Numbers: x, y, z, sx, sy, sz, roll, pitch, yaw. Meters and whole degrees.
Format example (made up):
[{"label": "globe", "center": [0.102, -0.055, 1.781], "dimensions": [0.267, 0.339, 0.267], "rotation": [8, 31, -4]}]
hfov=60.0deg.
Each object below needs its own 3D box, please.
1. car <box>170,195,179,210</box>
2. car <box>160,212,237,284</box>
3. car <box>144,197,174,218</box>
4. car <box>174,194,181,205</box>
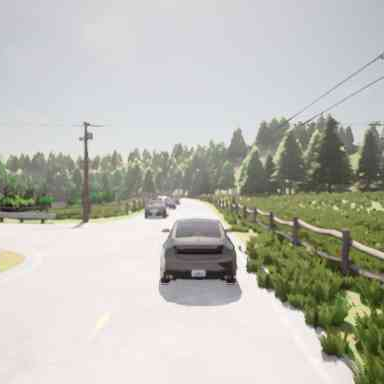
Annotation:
[{"label": "car", "center": [-2.955, 1.469, 42.435], "dimensions": [1.812, 1.442, 4.674], "rotation": [0, 0, 0]}, {"label": "car", "center": [0.164, 1.492, 9.538], "dimensions": [1.837, 1.490, 4.892], "rotation": [0, 0, 1]}, {"label": "car", "center": [-3.055, 1.452, 29.393], "dimensions": [2.128, 1.511, 4.902], "rotation": [0, 0, 0]}, {"label": "car", "center": [-2.999, 1.278, 56.097], "dimensions": [2.097, 1.767, 4.553], "rotation": [0, 0, -1]}]
